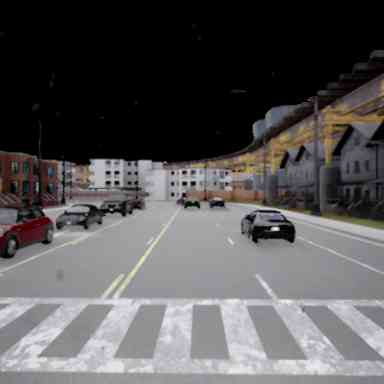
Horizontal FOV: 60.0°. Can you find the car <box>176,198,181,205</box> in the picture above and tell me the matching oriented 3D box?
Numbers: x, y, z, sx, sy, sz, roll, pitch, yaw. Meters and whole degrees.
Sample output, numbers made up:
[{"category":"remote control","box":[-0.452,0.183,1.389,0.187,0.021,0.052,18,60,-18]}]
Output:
[{"category":"car","box":[-1.184,1.512,54.876,2.033,1.411,5.357,0,0,-17]}]

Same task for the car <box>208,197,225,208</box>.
[{"category":"car","box":[3.423,1.447,46.393,1.882,1.535,5.008,0,0,-3]}]

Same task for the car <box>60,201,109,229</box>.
[{"category":"car","box":[-7.054,1.512,21.423,1.812,1.442,4.674,0,0,0]}]

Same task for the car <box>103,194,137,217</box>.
[{"category":"car","box":[-7.003,1.201,31.657,2.150,2.045,5.566,0,0,0]}]

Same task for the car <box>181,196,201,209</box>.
[{"category":"car","box":[-0.021,1.323,44.755,2.097,1.767,4.553,0,0,-3]}]

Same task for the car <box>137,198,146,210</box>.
[{"category":"car","box":[-7.005,1.521,42.164,2.033,1.411,5.357,0,0,0]}]

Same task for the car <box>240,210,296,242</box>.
[{"category":"car","box":[3.599,1.553,16.349,1.994,1.385,4.181,0,0,0]}]

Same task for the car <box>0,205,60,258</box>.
[{"category":"car","box":[-7.086,1.344,12.624,2.097,1.767,4.553,0,0,0]}]
